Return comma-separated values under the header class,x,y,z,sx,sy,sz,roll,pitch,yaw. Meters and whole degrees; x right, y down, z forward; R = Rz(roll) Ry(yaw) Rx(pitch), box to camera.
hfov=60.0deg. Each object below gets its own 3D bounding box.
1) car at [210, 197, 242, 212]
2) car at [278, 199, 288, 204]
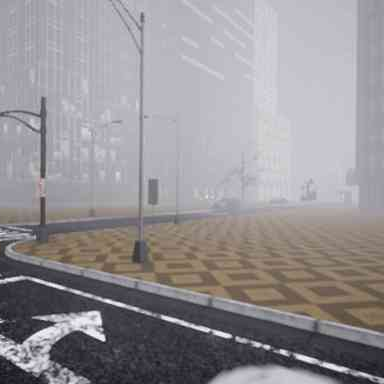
class,x,y,z,sx,sy,sz,roll,pitch,yaw
car,4.076,1.452,39.580,2.097,1.767,4.553,1,0,37
car,13.684,1.379,52.236,1.994,1.385,4.181,1,0,37
